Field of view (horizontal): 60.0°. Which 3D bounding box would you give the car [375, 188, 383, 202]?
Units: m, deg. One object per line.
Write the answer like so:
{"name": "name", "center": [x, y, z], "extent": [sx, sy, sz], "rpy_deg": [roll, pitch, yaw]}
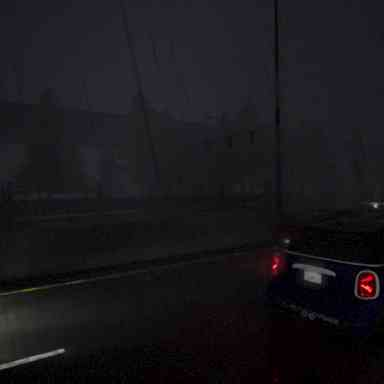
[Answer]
{"name": "car", "center": [26.850, 0.233, 44.658], "extent": [5.566, 2.045, 2.150], "rpy_deg": [-2, 1, -35]}

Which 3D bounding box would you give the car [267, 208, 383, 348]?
{"name": "car", "center": [3.568, 1.270, 6.298], "extent": [4.553, 1.767, 2.097], "rpy_deg": [-1, 1, -36]}

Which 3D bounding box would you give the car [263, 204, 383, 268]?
{"name": "car", "center": [4.930, 1.307, 11.573], "extent": [5.008, 1.535, 1.882], "rpy_deg": [-2, 1, -36]}
